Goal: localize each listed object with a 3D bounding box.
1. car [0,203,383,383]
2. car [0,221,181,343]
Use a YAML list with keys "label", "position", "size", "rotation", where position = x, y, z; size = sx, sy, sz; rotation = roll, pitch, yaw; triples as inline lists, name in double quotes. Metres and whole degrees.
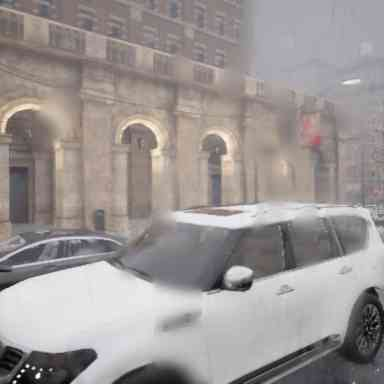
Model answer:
- label: "car"
  position: [0.450, 1.214, 4.313]
  size: [5.566, 2.045, 2.150]
  rotation: [-1, 0, -35]
- label: "car"
  position: [-2.833, 1.491, 6.270]
  size: [4.902, 1.511, 2.128]
  rotation: [0, 0, -36]
